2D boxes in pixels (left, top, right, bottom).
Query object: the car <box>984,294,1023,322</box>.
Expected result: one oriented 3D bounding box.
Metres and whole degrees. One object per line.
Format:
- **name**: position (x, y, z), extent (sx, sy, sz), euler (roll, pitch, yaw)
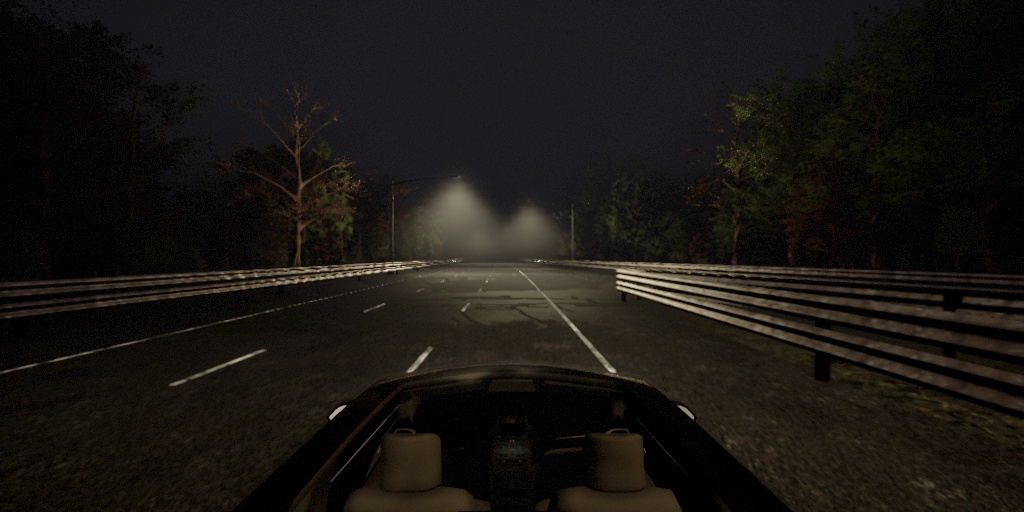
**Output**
- **car**: position (13.338, 1.235, 7.368), extent (2.033, 1.649, 4.856), euler (0, 0, -13)
